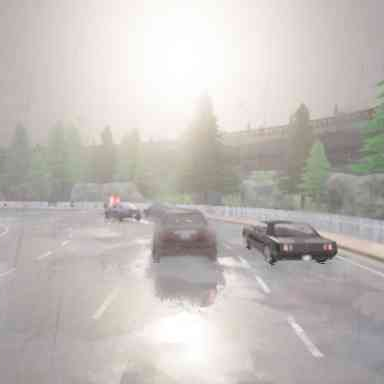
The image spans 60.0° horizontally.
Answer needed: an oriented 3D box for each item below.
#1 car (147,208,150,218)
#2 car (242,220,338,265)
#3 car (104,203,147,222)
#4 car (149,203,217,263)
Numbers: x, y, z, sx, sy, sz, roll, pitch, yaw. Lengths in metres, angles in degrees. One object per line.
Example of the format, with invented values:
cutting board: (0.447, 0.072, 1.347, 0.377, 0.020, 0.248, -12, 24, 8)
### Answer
car: (-2.599, 1.660, 29.272, 1.812, 1.442, 4.674, 0, 0, -34)
car: (3.177, 1.656, 11.953, 1.895, 1.301, 4.718, 0, 0, -5)
car: (-5.826, 1.654, 27.840, 1.812, 1.442, 4.674, 0, 0, -34)
car: (-0.378, 1.409, 12.483, 2.097, 1.767, 4.553, 0, 0, -5)
